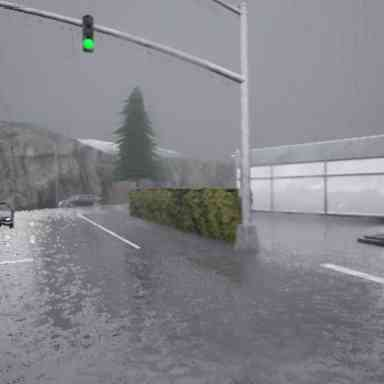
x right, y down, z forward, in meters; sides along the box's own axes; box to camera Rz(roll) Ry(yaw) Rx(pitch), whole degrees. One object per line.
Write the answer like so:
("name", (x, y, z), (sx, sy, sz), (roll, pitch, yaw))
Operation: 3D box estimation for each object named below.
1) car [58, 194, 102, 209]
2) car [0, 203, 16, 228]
("car", (-12.375, 1.033, 37.027), (2.128, 1.511, 4.902), (0, 1, 43))
("car", (-11.775, 1.382, 20.094), (2.033, 1.411, 5.357), (-2, 1, -28))
